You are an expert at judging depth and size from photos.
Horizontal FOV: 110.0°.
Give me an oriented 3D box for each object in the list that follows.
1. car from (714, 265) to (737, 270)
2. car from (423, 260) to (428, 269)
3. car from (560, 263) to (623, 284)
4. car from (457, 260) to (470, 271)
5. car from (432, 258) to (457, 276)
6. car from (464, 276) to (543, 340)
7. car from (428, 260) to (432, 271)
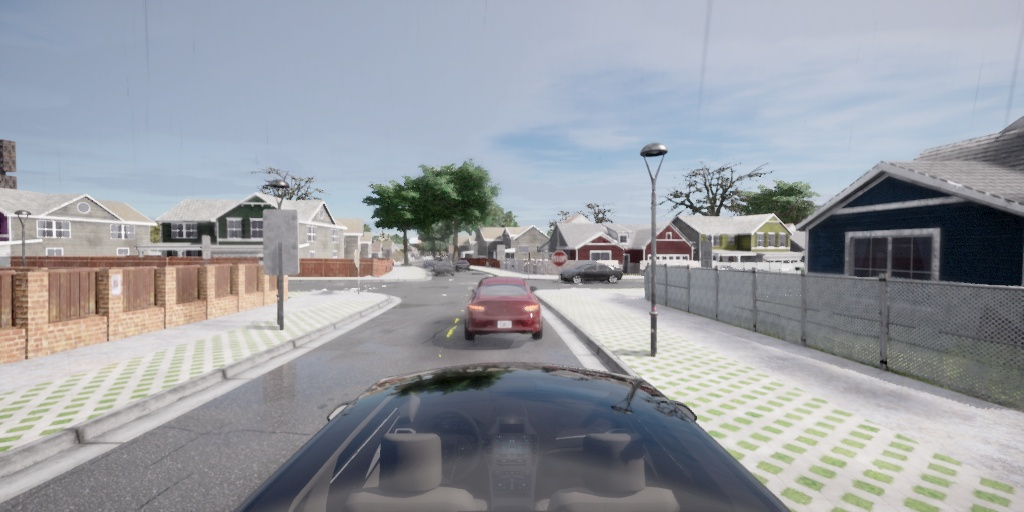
[{"bbox_3d":[17.329,1.492,30.151,4.181,1.385,1.994,1,1,-16],"label":"car"},{"bbox_3d":[-13.443,1.312,58.682,2.033,1.411,5.357,0,0,-19],"label":"car"},{"bbox_3d":[5.963,1.314,27.212,4.892,1.490,1.837,1,1,-13],"label":"car"},{"bbox_3d":[-6.798,1.234,47.821,2.128,1.511,4.902,0,0,-16],"label":"car"},{"bbox_3d":[-6.994,1.262,36.818,1.837,1.490,4.892,0,0,-13],"label":"car"},{"bbox_3d":[-0.254,1.273,9.832,1.812,1.442,4.674,0,0,-2],"label":"car"},{"bbox_3d":[-9.462,1.266,46.451,1.837,1.490,4.892,0,0,-16],"label":"car"}]
